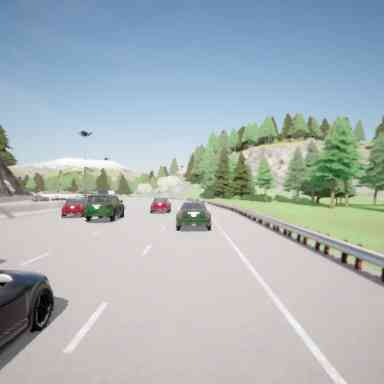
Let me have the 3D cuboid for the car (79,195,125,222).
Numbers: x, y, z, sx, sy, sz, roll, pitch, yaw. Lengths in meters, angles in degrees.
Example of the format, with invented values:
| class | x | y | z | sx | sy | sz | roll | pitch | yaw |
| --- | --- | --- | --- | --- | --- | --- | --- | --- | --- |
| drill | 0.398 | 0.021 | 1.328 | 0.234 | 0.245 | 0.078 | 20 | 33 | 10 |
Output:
| class | x | y | z | sx | sy | sz | roll | pitch | yaw |
| --- | --- | --- | --- | --- | --- | --- | --- | --- | --- |
| car | -6.900 | 1.219 | 26.717 | 2.150 | 2.045 | 5.566 | 0 | 0 | 0 |

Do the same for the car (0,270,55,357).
| class | x | y | z | sx | sy | sz | roll | pitch | yaw |
| --- | --- | --- | --- | --- | --- | --- | --- | --- | --- |
| car | -3.401 | 1.564 | 4.166 | 1.994 | 1.385 | 4.181 | 0 | 0 | 0 |

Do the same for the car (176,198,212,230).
| class | x | y | z | sx | sy | sz | roll | pitch | yaw |
| --- | --- | --- | --- | --- | --- | --- | --- | --- | --- |
| car | 0.100 | 1.350 | 21.269 | 2.097 | 1.767 | 4.553 | 0 | 0 | 0 |

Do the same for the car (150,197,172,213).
| class | x | y | z | sx | sy | sz | roll | pitch | yaw |
| --- | --- | --- | --- | --- | --- | --- | --- | --- | --- |
| car | -3.436 | 1.348 | 37.467 | 2.097 | 1.767 | 4.553 | 0 | 0 | 0 |

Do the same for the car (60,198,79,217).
| class | x | y | z | sx | sy | sz | roll | pitch | yaw |
| --- | --- | --- | --- | --- | --- | --- | --- | --- | --- |
| car | -10.400 | 1.349 | 31.013 | 2.097 | 1.767 | 4.553 | 0 | 0 | 0 |

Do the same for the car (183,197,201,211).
| class | x | y | z | sx | sy | sz | roll | pitch | yaw |
| --- | --- | --- | --- | --- | --- | --- | --- | --- | --- |
| car | -0.034 | 1.487 | 42.009 | 2.128 | 1.511 | 4.902 | 0 | 0 | -2 |
